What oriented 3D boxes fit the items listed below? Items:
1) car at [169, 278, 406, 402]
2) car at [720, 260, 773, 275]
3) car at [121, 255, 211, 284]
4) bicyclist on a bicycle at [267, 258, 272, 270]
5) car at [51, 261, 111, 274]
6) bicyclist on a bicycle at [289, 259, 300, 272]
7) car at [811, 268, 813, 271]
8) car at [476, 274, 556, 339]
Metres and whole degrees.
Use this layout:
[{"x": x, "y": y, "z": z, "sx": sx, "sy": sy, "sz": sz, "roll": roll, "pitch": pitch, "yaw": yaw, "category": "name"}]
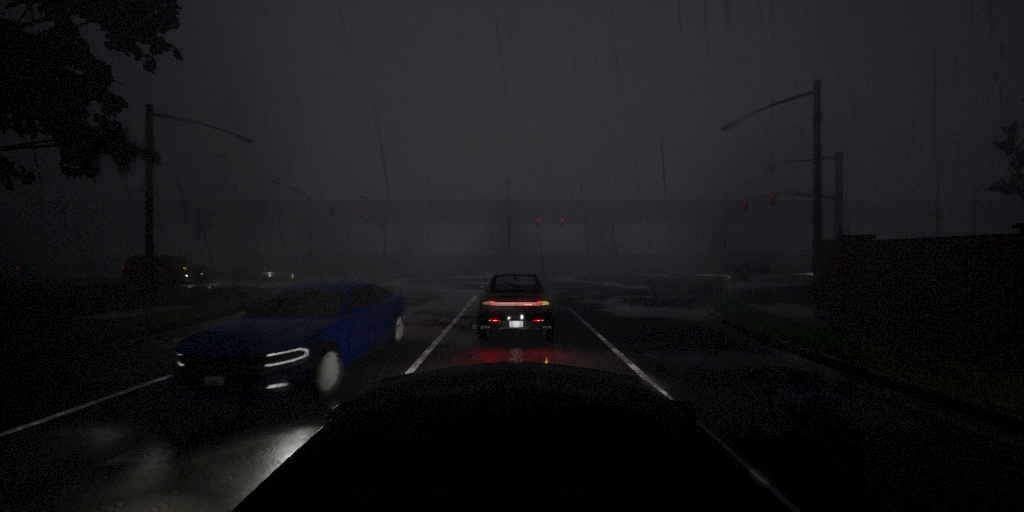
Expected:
[{"x": -3.541, "y": 1.227, "z": 6.794, "sx": 1.882, "sy": 1.535, "sz": 5.008, "roll": 0, "pitch": 0, "yaw": 1, "category": "car"}, {"x": 23.503, "y": 1.140, "z": 36.003, "sx": 4.674, "sy": 1.442, "sz": 1.812, "roll": -1, "pitch": 0, "yaw": 2, "category": "car"}, {"x": -25.625, "y": 0.971, "z": 26.644, "sx": 5.566, "sy": 2.045, "sz": 2.150, "roll": 0, "pitch": 0, "yaw": 4, "category": "car"}, {"x": -31.596, "y": 1.050, "z": 46.730, "sx": 0.582, "sy": 1.620, "sz": 1.656, "roll": 0, "pitch": 0, "yaw": -33, "category": "bicyclist on a bicycle"}, {"x": -49.659, "y": 1.297, "z": 41.373, "sx": 5.357, "sy": 1.411, "sz": 2.033, "roll": 0, "pitch": 0, "yaw": 2, "category": "car"}, {"x": -27.044, "y": 1.203, "z": 44.640, "sx": 0.582, "sy": 1.620, "sz": 1.656, "roll": 0, "pitch": 0, "yaw": 14, "category": "bicyclist on a bicycle"}, {"x": 33.178, "y": 1.047, "z": 35.737, "sx": 5.357, "sy": 1.411, "sz": 2.033, "roll": -1, "pitch": 0, "yaw": 2, "category": "car"}, {"x": 0.096, "y": 1.242, "z": 10.074, "sx": 2.128, "sy": 1.511, "sz": 4.902, "roll": 0, "pitch": 0, "yaw": 0, "category": "car"}]
